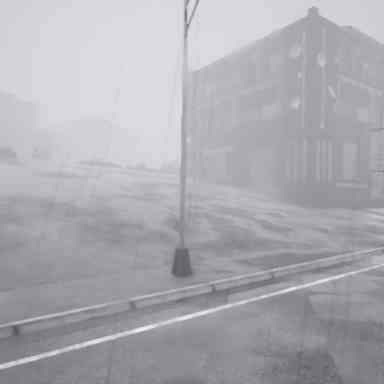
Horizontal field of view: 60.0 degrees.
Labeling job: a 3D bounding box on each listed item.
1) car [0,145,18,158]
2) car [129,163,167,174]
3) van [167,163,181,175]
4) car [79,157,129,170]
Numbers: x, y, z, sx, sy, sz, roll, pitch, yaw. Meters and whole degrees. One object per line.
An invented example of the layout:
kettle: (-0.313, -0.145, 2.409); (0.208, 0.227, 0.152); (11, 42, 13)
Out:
car: (-16.447, -3.344, 25.378); (2.435, 2.045, 5.566); (0, -1, 44)
car: (-5.561, -2.518, 37.871); (2.002, 1.452, 4.674); (0, -2, 40)
van: (-1.977, -2.556, 42.275); (1.878, 1.987, 4.442); (0, -2, 39)
car: (-9.120, -2.718, 33.627); (2.002, 1.452, 4.674); (0, -2, 41)
